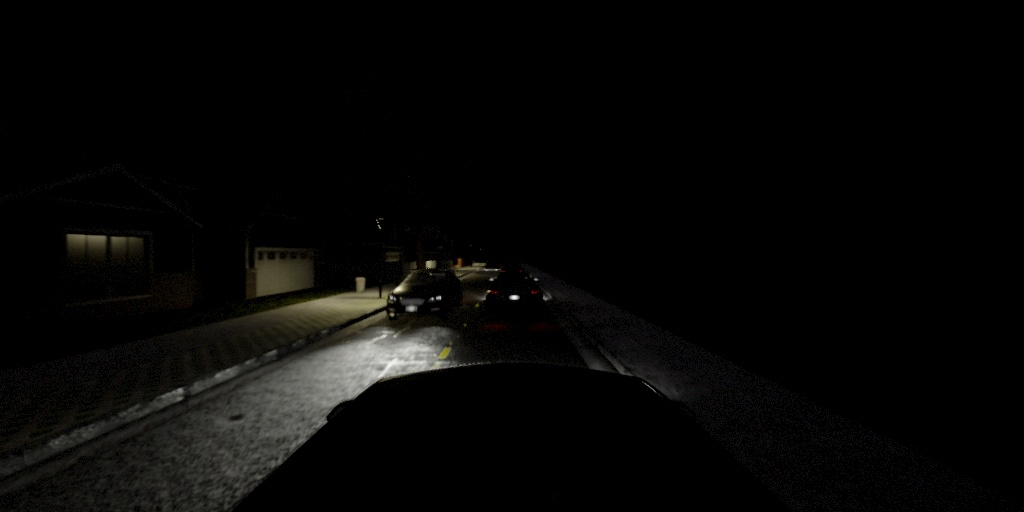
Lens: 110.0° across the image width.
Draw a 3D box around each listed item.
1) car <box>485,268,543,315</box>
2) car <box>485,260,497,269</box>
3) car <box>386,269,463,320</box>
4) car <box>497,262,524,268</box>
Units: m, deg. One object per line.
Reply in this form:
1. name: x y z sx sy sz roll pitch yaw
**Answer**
1. car: 0.072 1.305 13.539 1.994 1.385 4.181 0 0 0
2. car: -2.990 1.263 54.048 2.033 1.411 5.357 0 0 0
3. car: -2.872 1.234 12.672 2.128 1.511 4.902 0 0 0
4. car: 0.018 1.295 29.189 1.994 1.385 4.181 0 0 0
